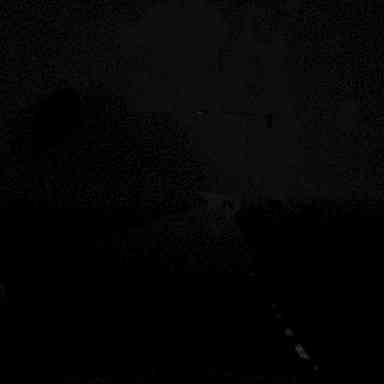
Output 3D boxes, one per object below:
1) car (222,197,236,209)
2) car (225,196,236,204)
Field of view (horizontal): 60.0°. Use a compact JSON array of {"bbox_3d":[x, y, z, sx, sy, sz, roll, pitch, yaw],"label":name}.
[{"bbox_3d":[5.744,1.806,52.392,1.837,1.490,4.892,0,-1,10],"label":"car"},{"bbox_3d":[8.216,1.732,70.933,2.033,1.411,5.357,0,1,4],"label":"car"}]
